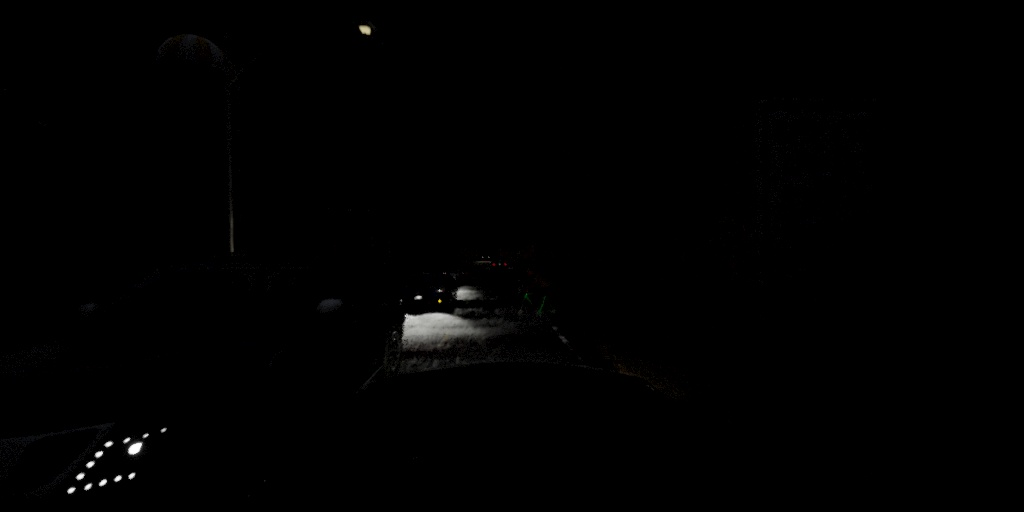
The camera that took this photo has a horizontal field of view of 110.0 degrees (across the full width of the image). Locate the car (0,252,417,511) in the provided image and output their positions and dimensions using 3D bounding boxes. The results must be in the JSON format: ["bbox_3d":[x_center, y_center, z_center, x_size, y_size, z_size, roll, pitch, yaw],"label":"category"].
[{"bbox_3d":[-2.888,0.980,4.234,2.150,2.045,5.566,-1,1,-2],"label":"car"}]

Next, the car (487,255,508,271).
[{"bbox_3d":[-1.371,0.911,40.025,2.033,1.411,5.357,-1,1,-2],"label":"car"}]

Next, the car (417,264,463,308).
[{"bbox_3d":[-3.288,1.223,14.290,1.994,1.385,4.181,-1,1,-2],"label":"car"}]

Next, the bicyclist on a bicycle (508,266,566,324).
[{"bbox_3d":[0.700,1.108,10.138,1.656,1.620,0.582,-1,1,-2],"label":"bicyclist on a bicycle"}]

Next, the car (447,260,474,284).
[{"bbox_3d":[-3.694,1.045,24.698,2.128,1.511,4.902,-1,1,-2],"label":"car"}]
